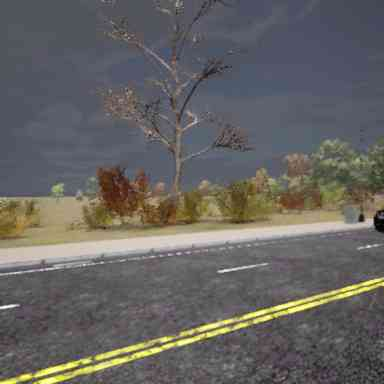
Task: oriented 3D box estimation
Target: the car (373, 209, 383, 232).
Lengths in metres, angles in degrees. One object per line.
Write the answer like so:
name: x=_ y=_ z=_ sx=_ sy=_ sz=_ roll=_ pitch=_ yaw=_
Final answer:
car: x=13.380 y=1.358 z=20.325 sx=5.566 sy=2.045 sz=2.150 roll=0 pitch=-1 yaw=-34
